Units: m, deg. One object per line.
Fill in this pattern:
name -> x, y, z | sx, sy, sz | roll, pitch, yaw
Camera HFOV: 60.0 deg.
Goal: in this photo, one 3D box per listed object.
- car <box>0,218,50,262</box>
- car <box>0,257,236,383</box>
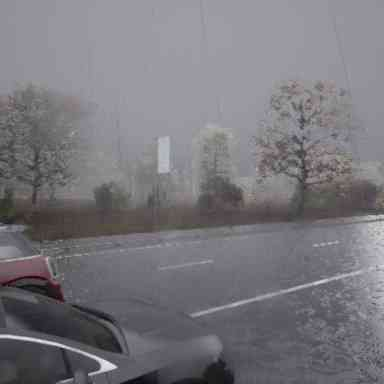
car -> -4.484, 1.346, 5.070 | 4.553, 1.767, 2.097 | 0, 0, -35
car -> -1.833, 1.502, 2.433 | 4.892, 1.490, 1.837 | 0, 0, -35
